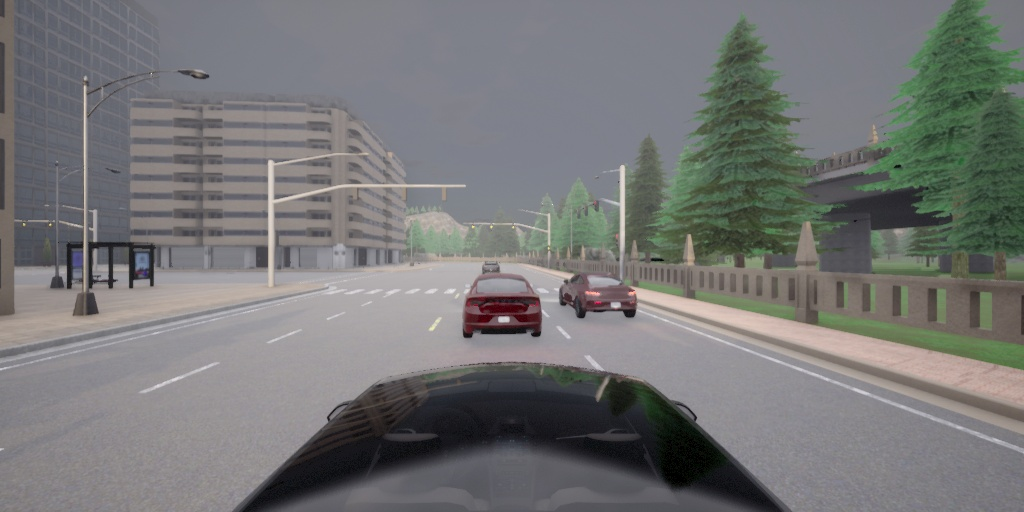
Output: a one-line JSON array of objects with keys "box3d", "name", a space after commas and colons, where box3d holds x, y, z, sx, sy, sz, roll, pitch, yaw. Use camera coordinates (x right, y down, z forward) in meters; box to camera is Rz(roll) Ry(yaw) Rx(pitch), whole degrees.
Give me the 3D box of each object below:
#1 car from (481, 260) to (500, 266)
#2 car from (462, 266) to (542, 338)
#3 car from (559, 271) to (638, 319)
[{"box3d": [-2.326, 1.233, 39.675, 2.128, 1.511, 4.902, 0, 0, -4], "name": "car"}, {"box3d": [-0.347, 1.224, 10.228, 1.882, 1.535, 5.008, 0, 0, -4], "name": "car"}, {"box3d": [2.914, 1.271, 12.805, 1.812, 1.442, 4.674, 0, 0, -3], "name": "car"}]
